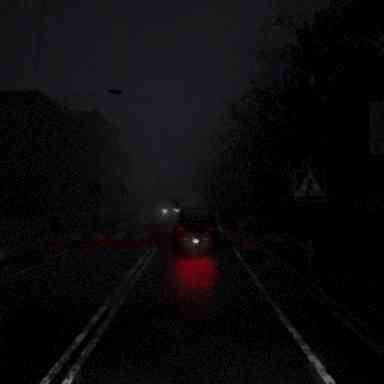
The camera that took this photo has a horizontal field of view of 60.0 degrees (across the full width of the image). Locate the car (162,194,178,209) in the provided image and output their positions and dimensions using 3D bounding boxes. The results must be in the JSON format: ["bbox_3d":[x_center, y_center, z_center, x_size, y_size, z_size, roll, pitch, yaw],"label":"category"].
[{"bbox_3d":[-3.008,1.360,47.894,2.150,2.045,5.566,0,-1,1],"label":"car"}]

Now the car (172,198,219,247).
[{"bbox_3d":[0.163,1.377,14.960,1.837,1.490,4.892,0,5,1],"label":"car"}]
